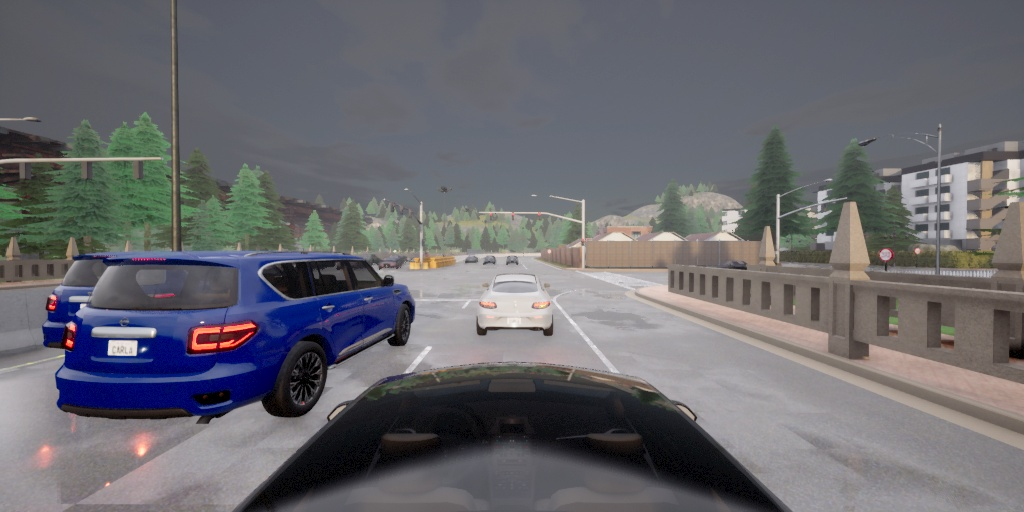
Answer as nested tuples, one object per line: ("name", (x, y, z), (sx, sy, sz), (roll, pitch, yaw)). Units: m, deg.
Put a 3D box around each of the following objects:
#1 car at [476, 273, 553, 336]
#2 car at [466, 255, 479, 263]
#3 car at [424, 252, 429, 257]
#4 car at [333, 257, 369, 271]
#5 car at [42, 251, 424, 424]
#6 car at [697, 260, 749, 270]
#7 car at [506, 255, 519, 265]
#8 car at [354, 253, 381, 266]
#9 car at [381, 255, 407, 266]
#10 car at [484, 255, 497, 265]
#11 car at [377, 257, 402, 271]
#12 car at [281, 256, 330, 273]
("car", (0.110, 1.195, 9.993), (1.812, 1.442, 4.674), (0, 1, 2))
("car", (-6.965, 0.553, 62.924), (1.994, 1.385, 4.181), (0, 1, 0))
("car", (-14.146, 0.595, 54.081), (2.128, 1.511, 4.902), (0, 1, 0))
("car", (-17.637, 0.855, 39.512), (1.994, 1.385, 4.181), (0, 1, 0))
("car", (-3.487, 0.934, 6.073), (2.150, 2.045, 5.566), (0, 1, 4))
("car", (18.037, 1.014, 29.982), (4.718, 1.301, 1.895), (0, 1, 2))
("car", (0.041, 0.614, 56.947), (2.033, 1.411, 5.357), (0, 1, 0))
("car", (-21.145, 0.475, 52.498), (2.097, 1.767, 4.553), (0, 1, 0))
("car", (-17.648, 0.653, 53.887), (2.033, 1.411, 5.357), (0, 1, 0))
("car", (-3.459, 0.614, 56.937), (2.033, 1.411, 5.357), (0, 1, 0))
("car", (-13.585, 0.850, 39.915), (1.994, 1.385, 4.181), (0, 1, -10))
("car", (-21.137, 0.815, 36.978), (2.128, 1.511, 4.902), (0, 1, 0))
